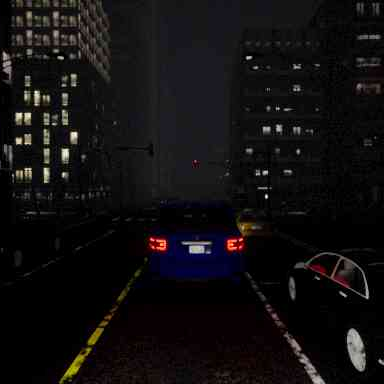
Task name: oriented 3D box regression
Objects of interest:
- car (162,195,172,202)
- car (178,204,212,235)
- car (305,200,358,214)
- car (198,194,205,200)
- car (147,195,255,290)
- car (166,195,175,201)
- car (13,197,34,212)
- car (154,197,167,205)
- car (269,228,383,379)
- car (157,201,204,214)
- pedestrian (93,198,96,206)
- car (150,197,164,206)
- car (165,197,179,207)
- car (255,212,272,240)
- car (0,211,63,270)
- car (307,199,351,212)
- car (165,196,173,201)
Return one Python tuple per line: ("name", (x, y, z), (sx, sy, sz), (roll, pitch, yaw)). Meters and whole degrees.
("car", (-5.712, 1.530, 77.174), (1.887, 1.381, 4.507), (-1, 0, 0))
("car", (0.095, 1.520, 19.737), (1.812, 1.442, 4.674), (0, 0, -2))
("car", (15.525, 1.655, 37.156), (5.357, 1.411, 2.033), (0, 1, 1))
("car", (2.664, 1.424, 94.139), (1.967, 1.590, 4.097), (-1, 0, 0))
("car", (0.095, 1.219, 9.226), (2.150, 2.045, 5.566), (0, 0, 0))
("car", (-5.714, 1.529, 88.483), (1.887, 1.381, 4.507), (-1, 0, 0))
("car", (-19.152, 1.430, 34.435), (4.181, 1.385, 1.994), (1, 1, 1))
("car", (-5.710, 1.553, 60.210), (1.947, 1.339, 4.313), (-1, 0, 0))
("car", (2.806, 1.549, 5.313), (2.008, 1.369, 4.403), (-1, 0, 0))
("car", (-1.176, 1.592, 34.214), (4.718, 1.301, 1.895), (0, 0, 1))
("pedestrian", (-12.555, 1.299, 43.079), (0.500, 1.100, 0.500), (0, 0, 1))
("car", (-5.710, 1.513, 54.386), (1.752, 1.417, 4.829), (-1, 0, 0))
("car", (-3.099, 1.552, 52.681), (1.994, 1.385, 4.181), (0, 0, 0))
("car", (2.804, 1.521, 16.772), (1.752, 1.417, 4.829), (-1, 0, 0))
("car", (-5.834, 1.541, 11.014), (1.887, 1.381, 4.507), (-1, 0, 0))
("car", (16.308, 1.622, 39.737), (4.403, 1.369, 2.008), (0, 0, 1))
("car", (-5.712, 1.567, 82.828), (1.802, 1.307, 4.206), (-1, 0, 0))
